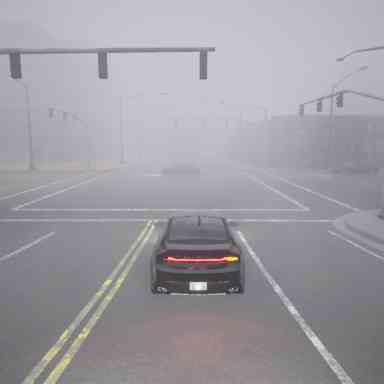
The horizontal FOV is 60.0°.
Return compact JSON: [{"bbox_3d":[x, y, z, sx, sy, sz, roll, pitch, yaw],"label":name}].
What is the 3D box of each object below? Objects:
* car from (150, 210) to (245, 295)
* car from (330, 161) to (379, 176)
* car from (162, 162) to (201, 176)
[{"bbox_3d":[0.113,1.198,8.097,1.837,1.490,4.892,0,4,0],"label":"car"},{"bbox_3d":[17.363,-2.512,35.597,4.892,1.490,1.837,0,8,0],"label":"car"},{"bbox_3d":[-1.165,-2.463,35.720,4.181,1.385,1.994,0,8,0],"label":"car"}]
